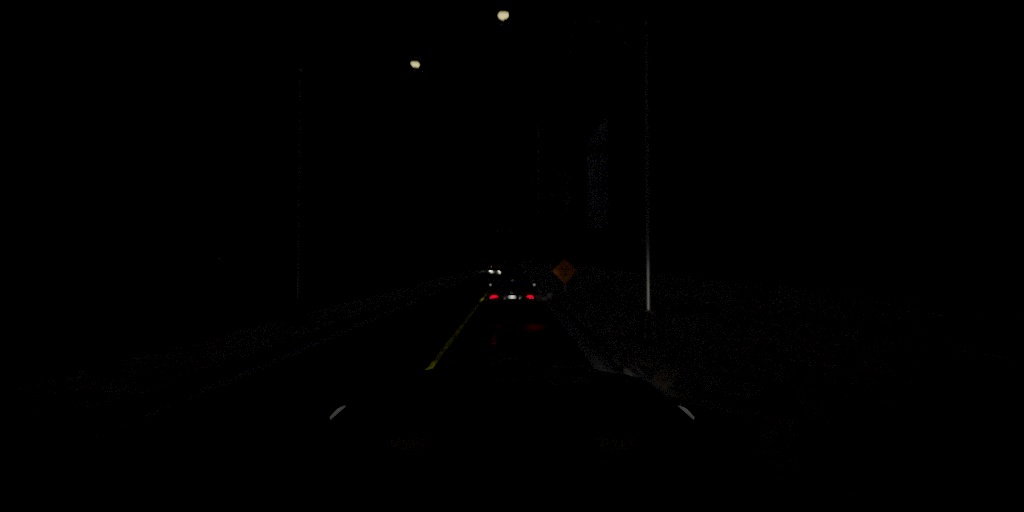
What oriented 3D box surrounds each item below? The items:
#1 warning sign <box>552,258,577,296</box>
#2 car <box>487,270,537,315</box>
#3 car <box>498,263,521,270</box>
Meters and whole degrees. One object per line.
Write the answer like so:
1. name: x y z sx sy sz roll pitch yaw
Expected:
1. warning sign: 2.724 1.051 18.404 1.300 1.860 1.060 0 0 0
2. car: 0.013 1.439 14.384 2.033 1.411 5.357 0 -1 0
3. car: 0.029 1.578 30.359 1.837 1.490 4.892 0 0 0
